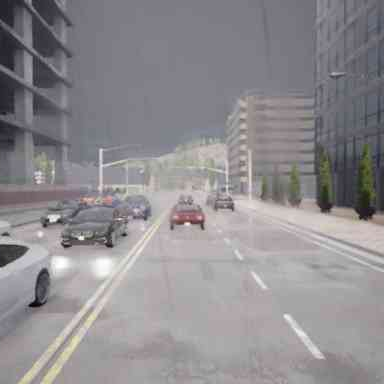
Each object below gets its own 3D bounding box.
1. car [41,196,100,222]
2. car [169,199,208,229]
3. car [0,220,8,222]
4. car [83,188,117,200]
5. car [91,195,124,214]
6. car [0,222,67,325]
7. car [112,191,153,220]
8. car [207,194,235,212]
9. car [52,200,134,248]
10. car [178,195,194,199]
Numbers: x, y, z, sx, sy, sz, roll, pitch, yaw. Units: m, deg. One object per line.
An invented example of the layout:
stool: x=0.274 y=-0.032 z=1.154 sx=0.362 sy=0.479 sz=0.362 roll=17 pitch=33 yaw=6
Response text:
car: x=-7.501 y=1.228 z=20.343 sx=2.128 sy=1.511 sz=4.902 roll=0 pitch=1 yaw=-1
car: x=-0.288 y=1.328 z=19.443 sx=1.895 sy=1.301 sz=4.718 roll=0 pitch=1 yaw=-1
car: x=-7.293 y=1.404 z=10.177 sx=1.812 sy=1.442 sz=4.674 roll=0 pitch=1 yaw=-1
car: x=-7.524 y=0.669 z=25.833 sx=2.097 sy=1.767 sz=4.553 roll=0 pitch=1 yaw=-1
car: x=-7.688 y=1.069 z=30.752 sx=1.882 sy=1.535 sz=5.008 roll=0 pitch=1 yaw=-1
car: x=-3.680 y=1.465 z=4.994 sx=1.812 sy=1.442 sz=4.674 roll=0 pitch=1 yaw=-1
car: x=-4.072 y=1.027 z=23.986 sx=2.097 sy=1.767 sz=4.553 roll=0 pitch=1 yaw=-1
car: x=2.949 y=1.032 z=32.040 sx=2.128 sy=1.511 sz=4.902 roll=0 pitch=1 yaw=-1
car: x=-3.869 y=1.320 z=13.913 sx=1.837 sy=1.490 sz=4.892 roll=0 pitch=1 yaw=-1
car: x=-0.724 y=0.997 z=39.337 sx=2.033 sy=1.411 sz=5.357 roll=0 pitch=1 yaw=-1
